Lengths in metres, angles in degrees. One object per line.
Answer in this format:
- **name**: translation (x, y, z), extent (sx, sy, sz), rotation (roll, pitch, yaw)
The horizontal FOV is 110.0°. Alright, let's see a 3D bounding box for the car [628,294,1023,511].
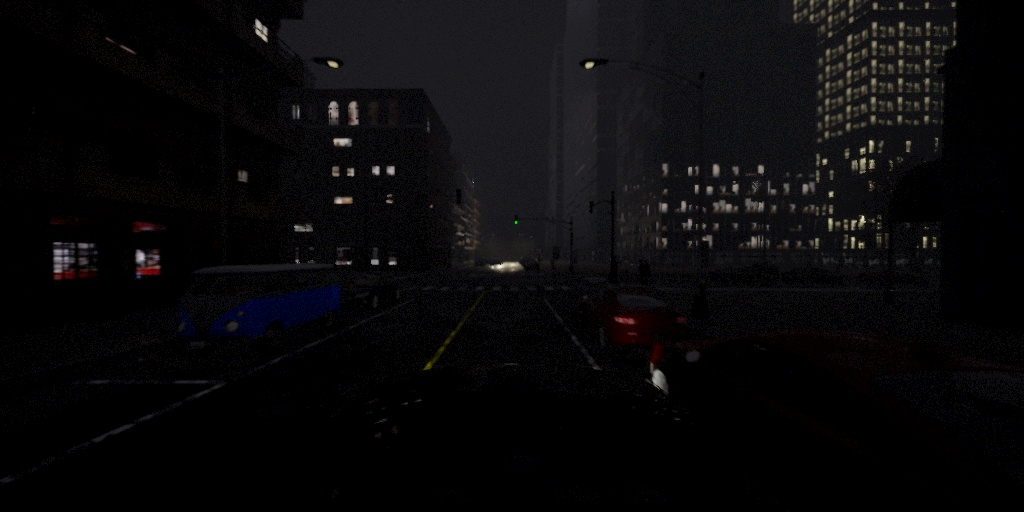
- **car**: translation (2.690, 1.294, 3.045), extent (1.888, 1.381, 4.507), rotation (0, 0, 0)

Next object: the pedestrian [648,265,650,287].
- **pedestrian**: translation (7.702, 1.087, 20.436), extent (0.375, 1.860, 0.375), rotation (-1, 1, 0)

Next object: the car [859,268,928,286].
- **car**: translation (27.682, 1.514, 26.227), extent (4.207, 1.307, 1.802), rotation (0, 0, 1)

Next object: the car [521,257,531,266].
- **car**: translation (2.670, 1.135, 52.336), extent (1.967, 1.591, 4.097), rotation (0, 0, 0)

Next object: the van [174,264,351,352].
- **van**: translation (-5.689, 1.086, 8.592), extent (1.690, 1.789, 3.998), rotation (0, 0, 0)

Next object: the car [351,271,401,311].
- **car**: translation (-5.688, 1.292, 14.172), extent (2.007, 1.370, 4.403), rotation (0, 0, 0)

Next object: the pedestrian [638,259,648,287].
- **pedestrian**: translation (7.139, 1.058, 19.836), extent (0.375, 1.860, 0.375), rotation (-1, 1, 0)

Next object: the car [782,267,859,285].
- **car**: translation (22.202, 1.472, 26.303), extent (4.313, 1.339, 1.948), rotation (0, 0, 1)

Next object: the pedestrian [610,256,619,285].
- **pedestrian**: translation (6.073, 0.885, 21.033), extent (0.375, 1.860, 0.375), rotation (-1, 1, 0)

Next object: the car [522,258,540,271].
- **car**: translation (2.668, 1.250, 46.690), extent (1.888, 1.381, 4.507), rotation (0, 0, 0)

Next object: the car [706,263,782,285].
- **car**: translation (16.721, 1.431, 26.380), extent (4.403, 1.370, 2.007), rotation (0, 0, 1)

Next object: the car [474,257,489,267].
- **car**: translation (-5.675, 1.242, 63.597), extent (1.948, 1.339, 4.313), rotation (0, 0, 0)

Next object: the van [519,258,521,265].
- **van**: translation (2.673, 1.017, 63.628), extent (1.690, 1.789, 3.998), rotation (0, 0, 0)

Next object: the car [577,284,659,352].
- **car**: translation (2.692, 1.327, 8.625), extent (1.802, 1.307, 4.207), rotation (0, 0, 0)

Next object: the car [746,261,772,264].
- **car**: translation (23.382, 1.213, 34.925), extent (4.097, 1.591, 1.967), rotation (0, 0, 1)
